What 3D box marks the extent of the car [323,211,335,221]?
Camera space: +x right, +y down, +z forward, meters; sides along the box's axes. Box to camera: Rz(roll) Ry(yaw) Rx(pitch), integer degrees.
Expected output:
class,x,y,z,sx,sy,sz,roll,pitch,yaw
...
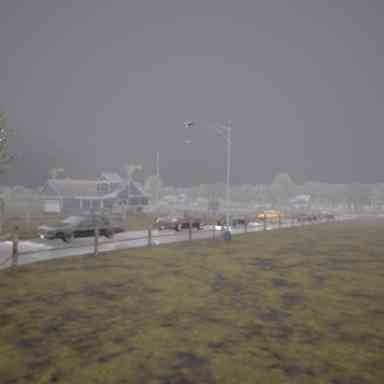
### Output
class,x,y,z,sx,sy,sz,roll,pitch,yaw
car,22.212,3.907,55.049,1.882,1.535,5.008,0,-3,35

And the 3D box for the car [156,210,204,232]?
class,x,y,z,sx,sy,sz,roll,pitch,yaw
car,-0.952,2.281,27.627,2.097,1.767,4.553,0,-2,35

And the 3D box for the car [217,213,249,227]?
class,x,y,z,sx,sy,sz,roll,pitch,yaw
car,4.372,2.867,35.092,1.994,1.385,4.181,0,-2,35

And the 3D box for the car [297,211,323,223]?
class,x,y,z,sx,sy,sz,roll,pitch,yaw
car,16.267,3.482,46.708,2.128,1.511,4.902,0,-2,36

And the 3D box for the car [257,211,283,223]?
class,x,y,z,sx,sy,sz,roll,pitch,yaw
car,10.173,3.197,43.178,1.882,1.535,5.008,0,-2,36

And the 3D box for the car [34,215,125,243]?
class,x,y,z,sx,sy,sz,roll,pitch,yaw
car,-6.448,2.097,19.840,2.033,1.411,5.357,0,-2,34
